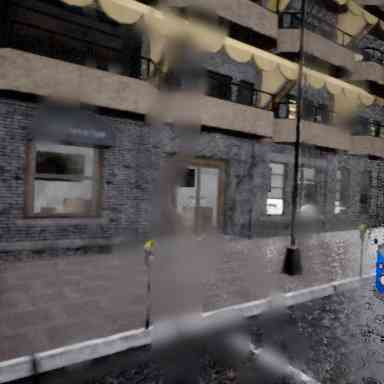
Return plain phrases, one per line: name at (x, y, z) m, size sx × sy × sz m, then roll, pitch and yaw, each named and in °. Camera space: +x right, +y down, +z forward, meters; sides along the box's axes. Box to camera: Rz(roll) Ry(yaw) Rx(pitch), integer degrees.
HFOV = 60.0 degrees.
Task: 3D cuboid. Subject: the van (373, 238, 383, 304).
van at (5.179, 1.362, 6.463) m, size 3.998 × 1.788 × 1.690 m, roll 1°, pitch 2°, yaw -34°
